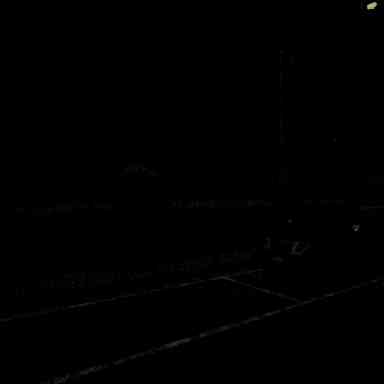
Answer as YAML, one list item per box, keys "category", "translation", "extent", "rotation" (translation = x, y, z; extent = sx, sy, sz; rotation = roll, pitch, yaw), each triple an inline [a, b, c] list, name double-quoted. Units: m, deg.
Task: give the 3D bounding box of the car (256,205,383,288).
- category: "car"
  translation: [4.104, 1.313, 9.466]
  extent: [5.009, 1.841, 2.192]
  rotation: [0, 0, -36]
